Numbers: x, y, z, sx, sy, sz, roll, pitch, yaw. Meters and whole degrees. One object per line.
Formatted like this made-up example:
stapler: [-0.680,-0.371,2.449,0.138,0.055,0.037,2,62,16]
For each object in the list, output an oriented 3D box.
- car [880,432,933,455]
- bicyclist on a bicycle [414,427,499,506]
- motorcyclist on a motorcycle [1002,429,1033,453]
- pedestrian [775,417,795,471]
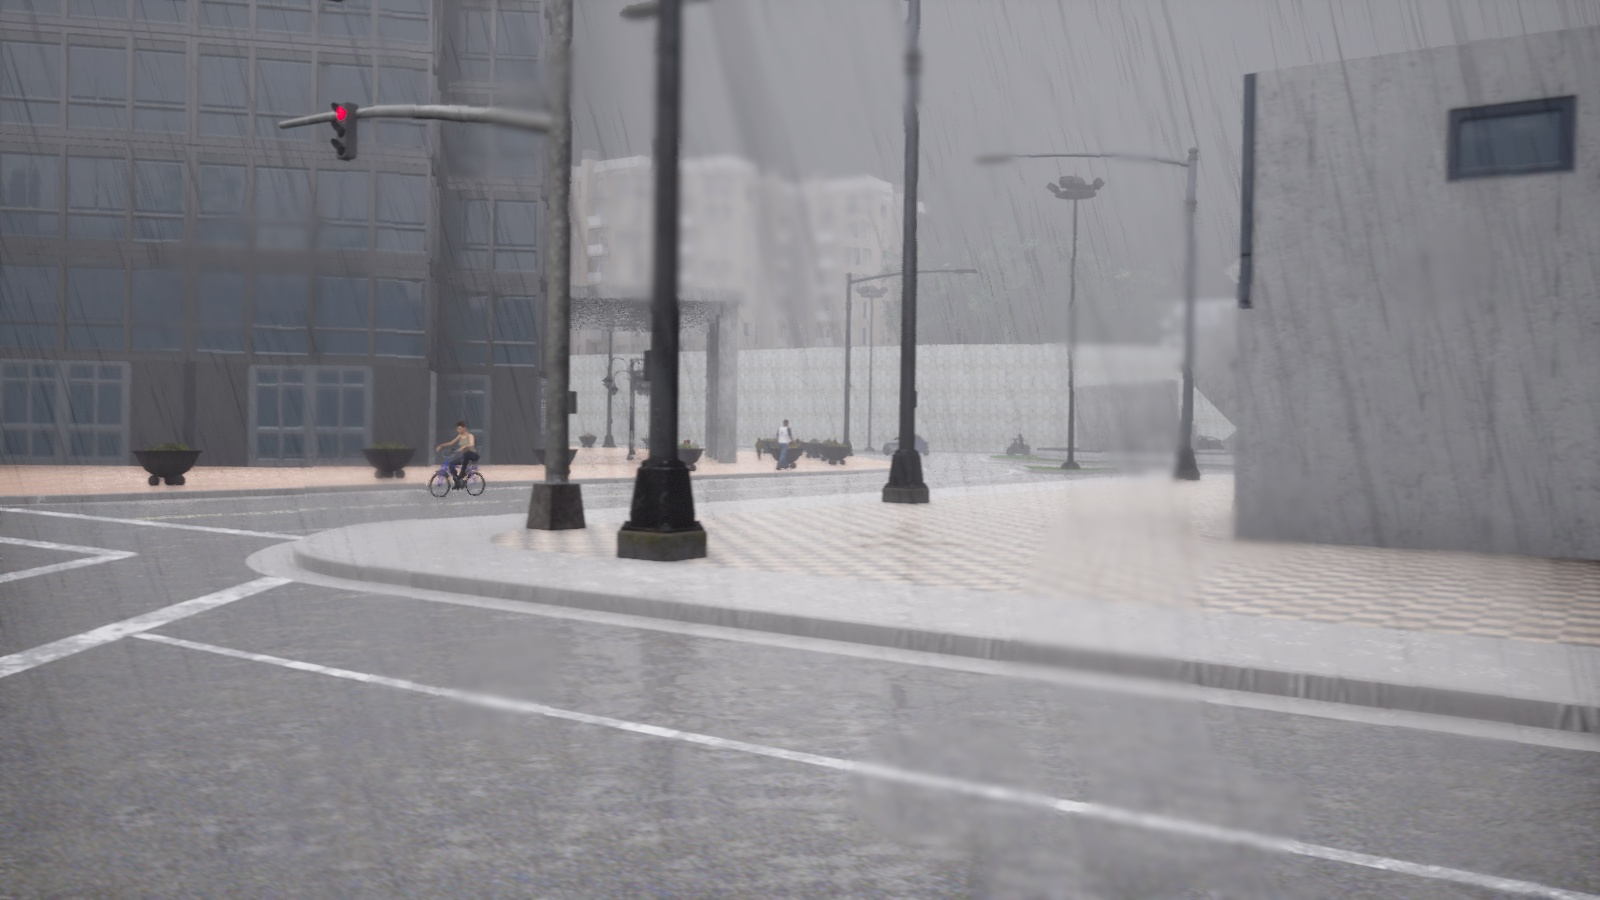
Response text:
car: [7.136,-0.453,83.469,1.812,1.442,4.674,0,1,28]
bicyclist on a bicycle: [-7.203,0.323,26.398,0.866,1.612,1.509,0,1,34]
motorcyclist on a motorcycle: [15.377,-0.618,88.565,2.350,1.649,0.766,-1,2,-38]
pedestrian: [-0.519,-0.214,43.653,0.354,1.836,0.706,0,1,35]
